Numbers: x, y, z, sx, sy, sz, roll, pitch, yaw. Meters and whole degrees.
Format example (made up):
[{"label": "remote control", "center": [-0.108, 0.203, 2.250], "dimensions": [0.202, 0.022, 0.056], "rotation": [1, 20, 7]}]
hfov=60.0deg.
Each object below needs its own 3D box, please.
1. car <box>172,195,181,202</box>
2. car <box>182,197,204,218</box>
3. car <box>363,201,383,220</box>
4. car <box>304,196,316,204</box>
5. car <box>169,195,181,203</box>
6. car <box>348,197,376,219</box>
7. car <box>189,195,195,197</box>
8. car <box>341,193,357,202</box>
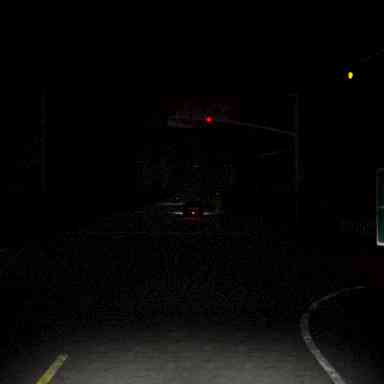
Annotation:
[{"label": "car", "center": [-3.668, 1.537, 78.880], "dimensions": [2.033, 1.411, 5.357], "rotation": [0, 0, 0]}, {"label": "car", "center": [0.087, 1.594, 31.685], "dimensions": [1.837, 1.490, 4.892], "rotation": [2, 0, -1]}, {"label": "car", "center": [18.606, 1.671, 30.651], "dimensions": [4.611, 1.667, 2.242], "rotation": [0, 0, 0]}, {"label": "car", "center": [22.316, 1.550, 64.058], "dimensions": [1.970, 1.475, 3.806], "rotation": [0, 0, 0]}, {"label": "car", "center": [-3.655, 1.349, 68.557], "dimensions": [2.097, 1.767, 4.553], "rotation": [0, 0, 0]}, {"label": "car", "center": [14.296, 1.504, 24.968], "dimensions": [3.866, 1.878, 1.905], "rotation": [0, 0, 0]}, {"label": "car", "center": [-0.184, 1.549, 86.304], "dimensions": [1.994, 1.385, 4.181], "rotation": [0, 0, 0]}, {"label": "car", "center": [34.696, 1.487, 71.886], "dimensions": [2.007, 1.523, 4.514], "rotation": [0, 0, 0]}]
